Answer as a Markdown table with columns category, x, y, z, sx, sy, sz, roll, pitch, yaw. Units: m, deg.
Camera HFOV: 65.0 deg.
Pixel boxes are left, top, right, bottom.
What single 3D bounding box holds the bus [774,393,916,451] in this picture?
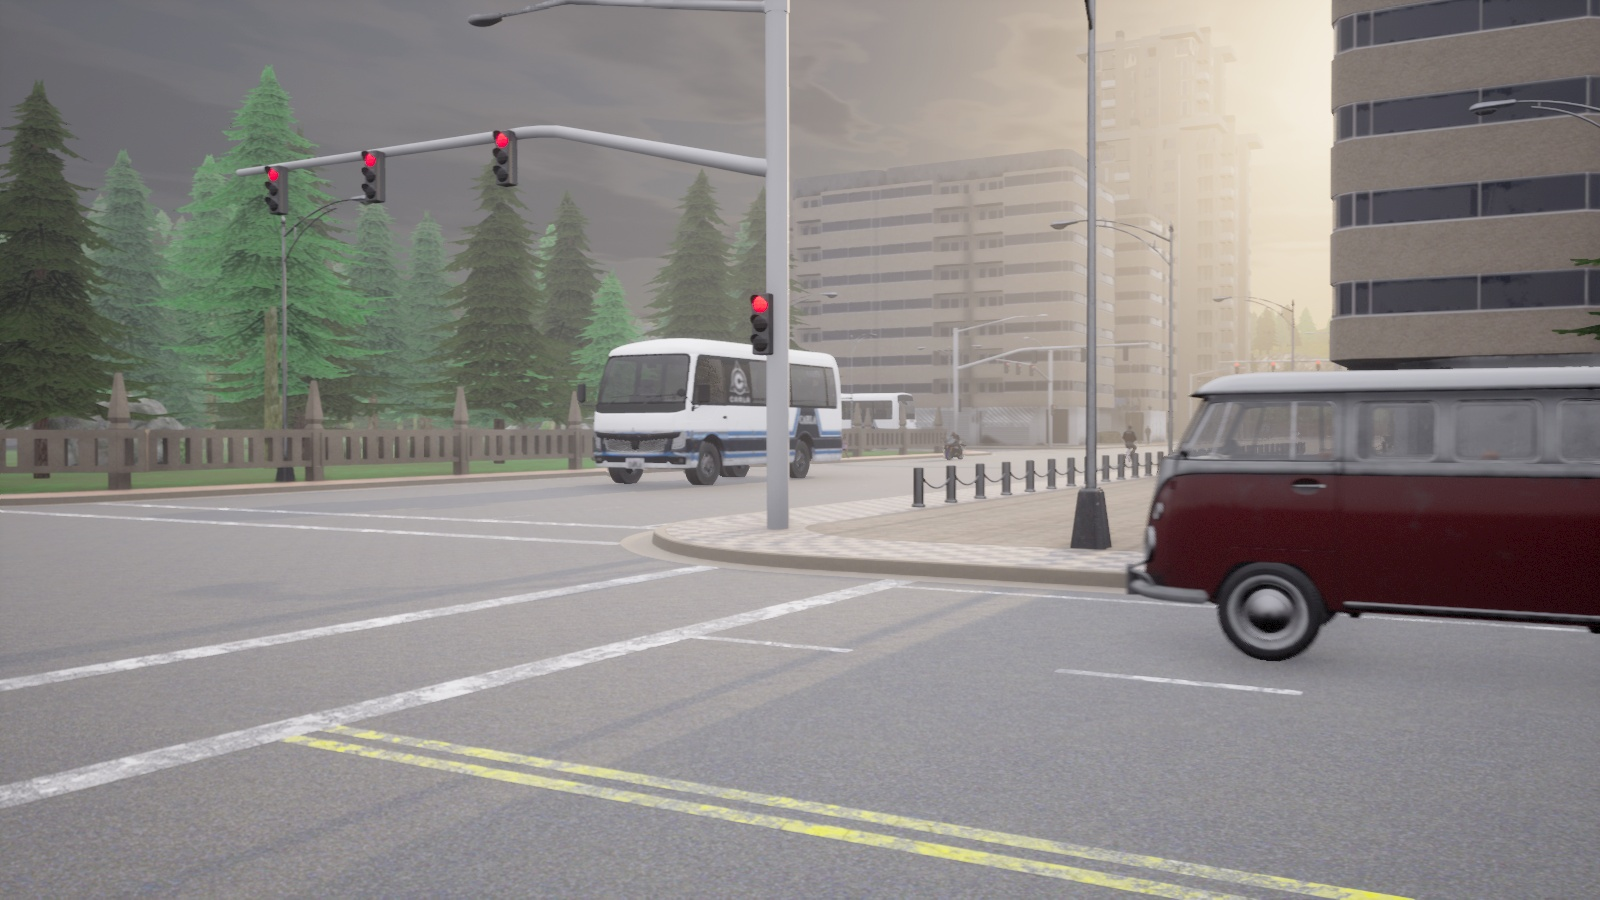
| category | x | y | z | sx | sy | sz | roll | pitch | yaw |
| --- | --- | --- | --- | --- | --- | --- | --- | --- | --- |
| bus | 3.359 | -2.121 | 96.040 | 10.273 | 4.253 | 3.944 | 1 | 1 | 32 |

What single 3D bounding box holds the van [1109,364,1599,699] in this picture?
| category | x | y | z | sx | sy | sz | roll | pitch | yaw |
| --- | --- | --- | --- | --- | --- | --- | --- | --- | --- |
| van | 4.561 | 0.467 | 8.569 | 4.442 | 1.987 | 1.775 | 1 | 1 | 29 |

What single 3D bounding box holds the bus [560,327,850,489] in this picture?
| category | x | y | z | sx | sy | sz | roll | pitch | yaw |
| --- | --- | --- | --- | --- | --- | --- | --- | --- | --- |
| bus | -2.494 | -1.180 | 38.478 | 3.944 | 4.253 | 10.273 | 1 | 1 | 28 |

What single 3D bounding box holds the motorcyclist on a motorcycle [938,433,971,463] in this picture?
| category | x | y | z | sx | sy | sz | roll | pitch | yaw |
| --- | --- | --- | --- | --- | --- | --- | --- | --- | --- |
| motorcyclist on a motorcycle | 7.933 | -0.123 | 64.428 | 0.866 | 1.530 | 2.191 | 1 | 1 | 29 |
